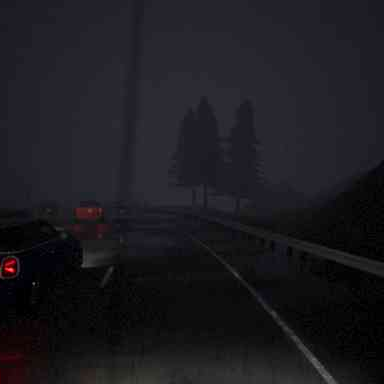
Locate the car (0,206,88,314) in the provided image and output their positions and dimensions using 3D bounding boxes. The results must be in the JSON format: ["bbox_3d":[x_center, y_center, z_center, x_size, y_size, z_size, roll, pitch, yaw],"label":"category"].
[{"bbox_3d":[-4.101,1.388,7.774,2.097,1.767,4.553,0,0,-5],"label":"car"}]

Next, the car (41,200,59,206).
[{"bbox_3d":[-15.530,1.640,36.110,2.128,1.511,4.902,0,0,-22],"label":"car"}]

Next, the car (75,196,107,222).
[{"bbox_3d":[-8.365,1.449,27.065,2.097,1.767,4.553,0,0,-18],"label":"car"}]

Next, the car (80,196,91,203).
[{"bbox_3d":[-23.629,1.716,73.527,1.812,1.442,4.674,0,0,-23],"label":"car"}]

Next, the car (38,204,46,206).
[{"bbox_3d":[-9.142,1.583,17.050,1.837,1.490,4.892,0,0,-12],"label":"car"}]

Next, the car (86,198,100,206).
[{"bbox_3d":[-17.767,1.775,59.633,1.994,1.385,4.181,0,0,-23],"label":"car"}]

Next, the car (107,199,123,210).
[{"bbox_3d":[-10.859,1.676,46.098,1.812,1.442,4.674,0,0,-23],"label":"car"}]
